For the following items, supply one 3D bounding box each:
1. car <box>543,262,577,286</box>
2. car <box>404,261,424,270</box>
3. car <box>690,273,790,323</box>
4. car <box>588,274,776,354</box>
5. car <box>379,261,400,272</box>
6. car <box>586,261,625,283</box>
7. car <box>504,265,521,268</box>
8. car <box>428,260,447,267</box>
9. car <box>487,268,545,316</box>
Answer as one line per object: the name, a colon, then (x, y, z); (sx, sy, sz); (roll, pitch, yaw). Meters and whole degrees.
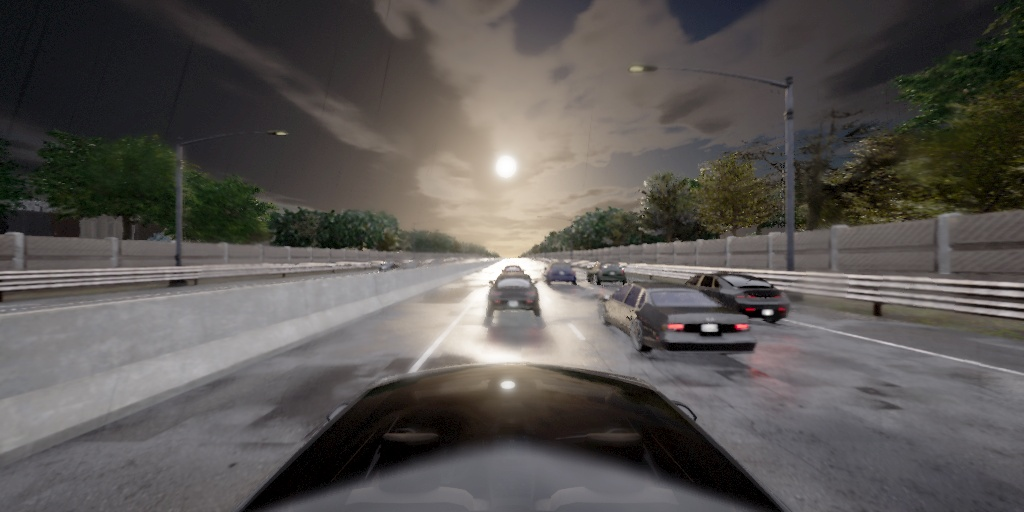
car: (3.562, 1.246, 27.375); (2.097, 1.767, 4.553); (0, 0, 0)
car: (-14.074, 1.511, 51.586); (1.837, 1.490, 4.892); (0, 0, 0)
car: (7.065, 1.319, 12.310); (1.837, 1.490, 4.892); (0, 0, 0)
car: (3.542, 1.342, 8.896); (2.033, 1.411, 5.357); (0, 0, 1)
car: (-17.573, 1.497, 51.641); (2.128, 1.511, 4.902); (0, 0, 0)
car: (7.062, 1.246, 27.368); (2.097, 1.767, 4.553); (0, 0, 0)
car: (0.070, 1.428, 28.739); (1.812, 1.442, 4.674); (0, 0, 0)
car: (-10.578, 1.356, 51.400); (2.097, 1.767, 4.553); (0, 0, 0)
car: (0.073, 1.347, 13.542); (1.812, 1.442, 4.674); (0, 0, 0)
